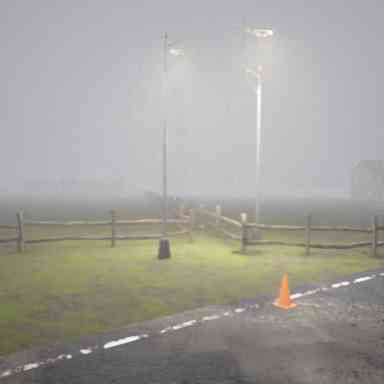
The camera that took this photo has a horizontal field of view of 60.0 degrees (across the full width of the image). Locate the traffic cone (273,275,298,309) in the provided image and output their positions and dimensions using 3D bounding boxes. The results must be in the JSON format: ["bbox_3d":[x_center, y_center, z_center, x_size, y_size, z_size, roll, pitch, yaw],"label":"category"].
[{"bbox_3d":[1.843,1.940,6.566,0.340,0.580,0.340,0,0,-33],"label":"traffic cone"}]
